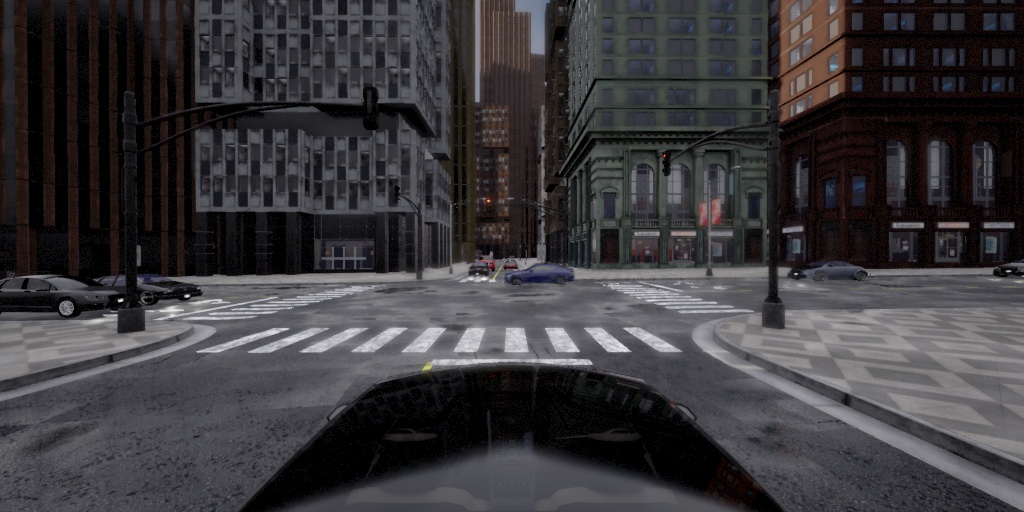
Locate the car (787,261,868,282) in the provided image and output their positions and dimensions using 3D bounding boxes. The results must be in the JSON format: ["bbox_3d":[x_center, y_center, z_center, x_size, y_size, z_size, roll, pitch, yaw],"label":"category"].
[{"bbox_3d":[20.834,0.993,23.777,4.181,1.385,1.994,-1,0,0],"label":"car"}]

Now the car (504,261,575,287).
[{"bbox_3d":[1.823,1.244,23.722,4.674,1.442,1.812,-1,0,0],"label":"car"}]

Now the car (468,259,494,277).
[{"bbox_3d":[-3.236,1.276,36.193,2.033,1.411,5.357,0,0,0],"label":"car"}]

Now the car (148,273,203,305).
[{"bbox_3d":[-17.863,1.523,17.023,5.357,1.411,2.033,-1,0,5],"label":"car"}]

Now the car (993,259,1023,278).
[{"bbox_3d":[34.972,0.814,23.807,4.181,1.385,1.994,-1,0,0],"label":"car"}]

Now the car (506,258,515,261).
[{"bbox_3d":[-0.193,1.262,54.425,1.994,1.385,4.181,0,0,0],"label":"car"}]

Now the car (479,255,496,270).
[{"bbox_3d":[-3.332,0.934,46.872,2.150,2.045,5.566,0,0,-1],"label":"car"}]

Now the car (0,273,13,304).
[{"bbox_3d":[-27.350,1.609,16.942,4.892,1.490,1.837,-1,0,0],"label":"car"}]

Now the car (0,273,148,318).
[{"bbox_3d":[-17.420,1.492,13.717,4.892,1.490,1.837,-1,0,0],"label":"car"}]
